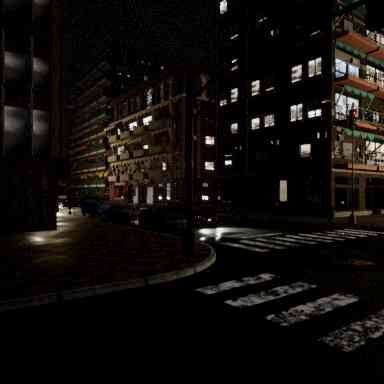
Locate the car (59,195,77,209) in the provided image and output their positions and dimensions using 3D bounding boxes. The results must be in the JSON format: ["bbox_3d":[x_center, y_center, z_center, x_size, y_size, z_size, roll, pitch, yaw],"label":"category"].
[{"bbox_3d":[-15.262,1.423,43.071,1.837,1.490,4.892,0,-1,-35],"label":"car"}]

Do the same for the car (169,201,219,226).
[{"bbox_3d":[-0.096,1.518,21.910,1.994,1.385,4.181,0,0,-36],"label":"car"}]

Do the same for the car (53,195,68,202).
[{"bbox_3d":[-28.005,1.360,70.667,1.967,1.590,4.097,0,0,-36],"label":"car"}]

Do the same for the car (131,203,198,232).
[{"bbox_3d":[-1.753,1.526,19.787,1.802,1.307,4.206,0,0,-36],"label":"car"}]

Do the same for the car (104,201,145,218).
[{"bbox_3d":[-6.234,1.537,30.457,1.895,1.301,4.718,0,0,-36],"label":"car"}]

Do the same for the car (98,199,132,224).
[{"bbox_3d":[-4.959,1.459,24.248,1.752,1.417,4.829,0,0,-36],"label":"car"}]

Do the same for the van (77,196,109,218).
[{"bbox_3d":[-8.363,1.265,28.985,1.690,1.788,3.998,0,0,-36],"label":"van"}]

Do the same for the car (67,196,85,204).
[{"bbox_3d":[-21.493,1.447,61.607,1.752,1.417,4.829,0,0,-36],"label":"car"}]
